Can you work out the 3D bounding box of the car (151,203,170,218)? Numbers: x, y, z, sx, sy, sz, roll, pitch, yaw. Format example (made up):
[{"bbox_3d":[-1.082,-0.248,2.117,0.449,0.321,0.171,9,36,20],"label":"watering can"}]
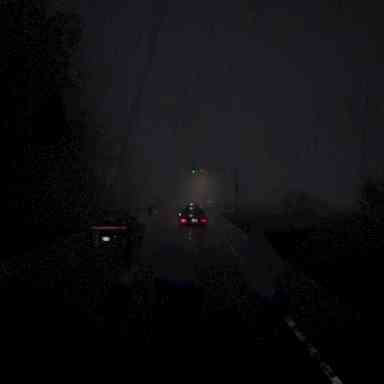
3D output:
[{"bbox_3d":[-3.413,1.899,34.534,1.837,1.490,4.892,0,-1,0],"label":"car"}]

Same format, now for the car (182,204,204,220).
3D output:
[{"bbox_3d":[0.085,1.932,33.620,2.033,1.411,5.357,0,-1,0],"label":"car"}]

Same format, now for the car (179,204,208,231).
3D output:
[{"bbox_3d":[0.088,1.808,22.672,2.033,1.411,5.357,0,-1,0],"label":"car"}]

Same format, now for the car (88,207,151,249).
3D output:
[{"bbox_3d":[-3.406,1.671,15.607,2.128,1.511,4.902,0,-1,0],"label":"car"}]
